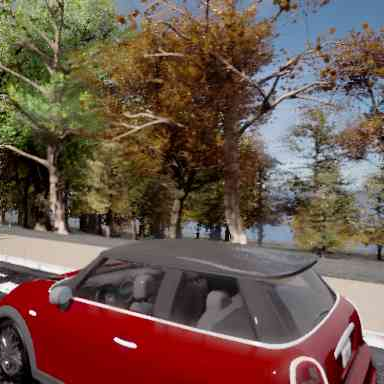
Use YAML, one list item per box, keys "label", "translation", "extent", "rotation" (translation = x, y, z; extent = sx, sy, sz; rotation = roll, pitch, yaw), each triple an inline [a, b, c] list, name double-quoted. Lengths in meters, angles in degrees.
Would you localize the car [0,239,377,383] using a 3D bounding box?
- label: "car"
  translation: [-0.441, 1.375, 4.001]
  extent: [4.553, 1.767, 2.097]
  rotation: [-1, 0, 36]
